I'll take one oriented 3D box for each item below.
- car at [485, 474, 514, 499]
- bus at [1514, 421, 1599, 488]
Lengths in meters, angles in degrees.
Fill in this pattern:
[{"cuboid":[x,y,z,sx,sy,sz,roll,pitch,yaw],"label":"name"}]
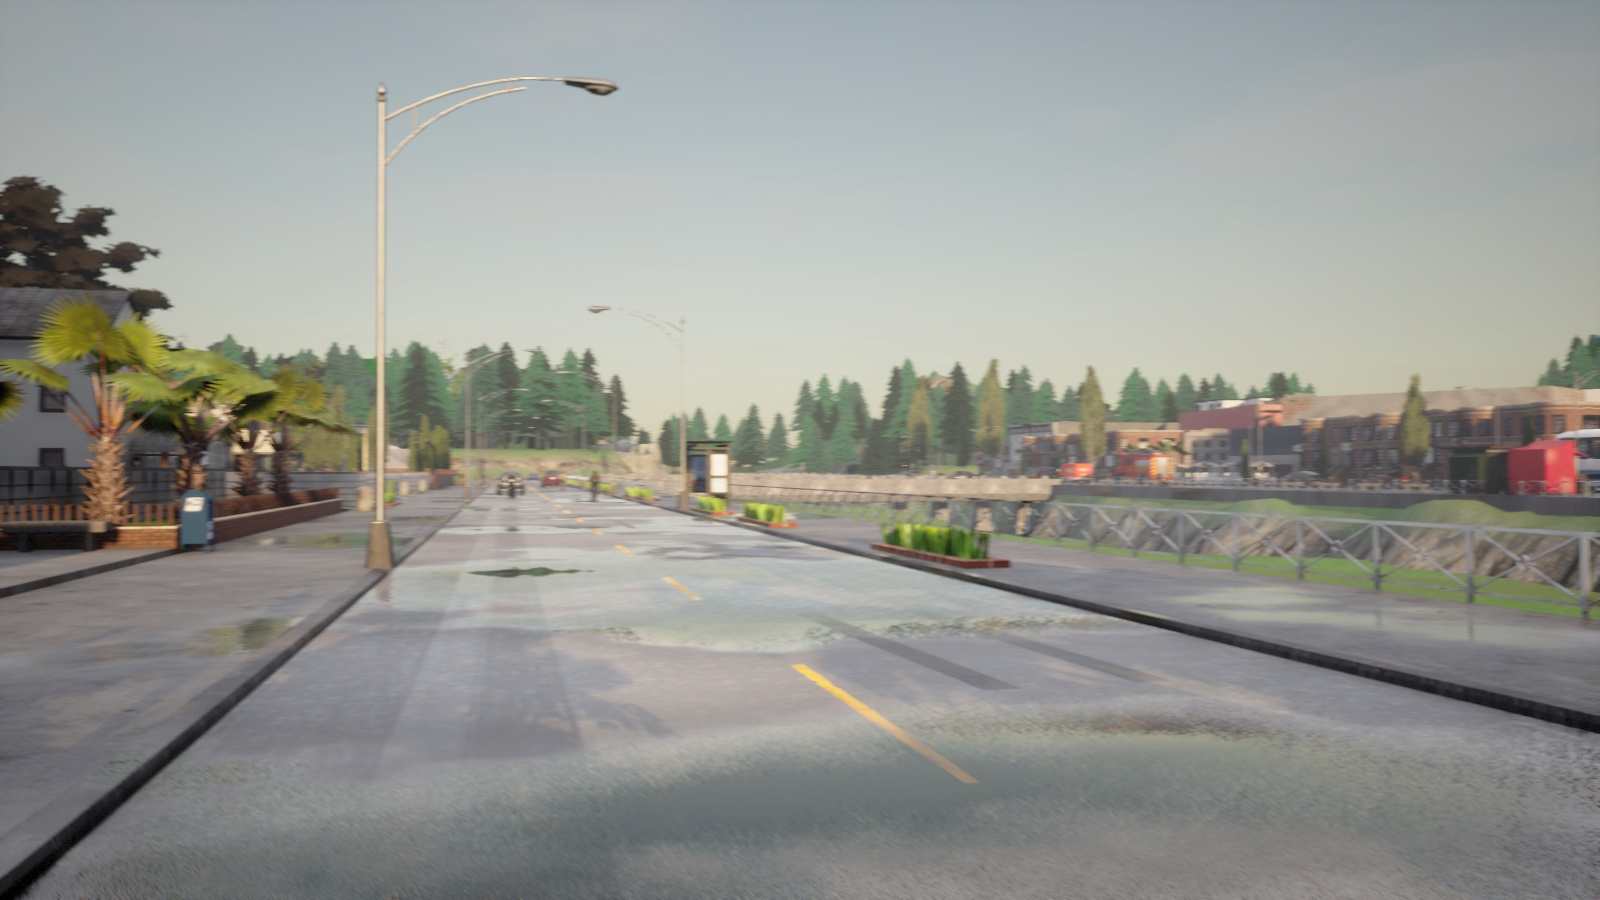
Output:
[{"cuboid":[-19.804,2.399,82.704,1.789,1.549,3.705,0,-1,-14],"label":"car"},{"cuboid":[52.168,0.312,81.658,3.944,4.253,10.273,0,-1,-14],"label":"bus"}]
